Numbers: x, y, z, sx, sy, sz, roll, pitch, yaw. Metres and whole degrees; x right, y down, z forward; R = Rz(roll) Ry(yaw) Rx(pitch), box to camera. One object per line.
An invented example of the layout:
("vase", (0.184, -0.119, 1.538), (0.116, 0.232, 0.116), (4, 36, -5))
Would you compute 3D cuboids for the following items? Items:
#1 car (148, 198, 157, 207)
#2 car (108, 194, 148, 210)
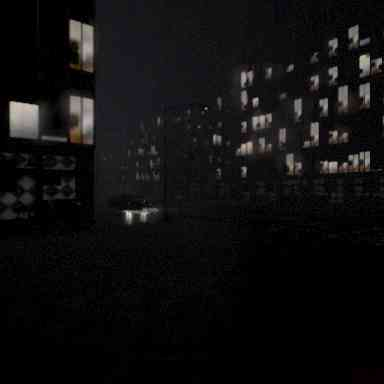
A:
("car", (-5.896, 1.008, 38.102), (1.895, 1.301, 4.718), (0, 1, -38))
("car", (-6.812, 0.933, 34.004), (1.882, 1.535, 5.008), (0, 1, -38))
